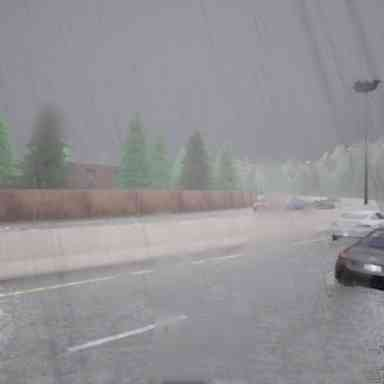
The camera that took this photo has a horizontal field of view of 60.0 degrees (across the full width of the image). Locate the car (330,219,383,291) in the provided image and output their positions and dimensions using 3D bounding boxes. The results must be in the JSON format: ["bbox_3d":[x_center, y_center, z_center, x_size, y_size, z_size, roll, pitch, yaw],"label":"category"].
[{"bbox_3d":[5.360,1.581,8.344,4.181,1.385,1.994,0,0,-40],"label":"car"}]

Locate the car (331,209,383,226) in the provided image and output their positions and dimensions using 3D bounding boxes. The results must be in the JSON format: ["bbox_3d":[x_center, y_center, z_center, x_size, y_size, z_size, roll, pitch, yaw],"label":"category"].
[{"bbox_3d":[8.163,1.560,15.751,4.674,1.442,1.812,0,0,-45],"label":"car"}]

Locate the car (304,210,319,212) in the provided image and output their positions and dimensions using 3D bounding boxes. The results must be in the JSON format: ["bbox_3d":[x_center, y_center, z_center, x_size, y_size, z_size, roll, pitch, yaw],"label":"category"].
[{"bbox_3d":[12.001,1.563,31.006,2.128,1.511,4.902,0,0,37],"label":"car"}]
